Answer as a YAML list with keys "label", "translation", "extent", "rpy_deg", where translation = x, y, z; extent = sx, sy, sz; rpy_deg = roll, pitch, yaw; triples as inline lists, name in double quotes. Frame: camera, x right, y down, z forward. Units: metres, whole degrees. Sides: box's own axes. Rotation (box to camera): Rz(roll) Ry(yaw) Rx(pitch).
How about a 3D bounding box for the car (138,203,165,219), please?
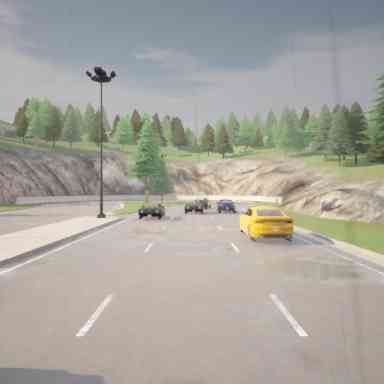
- label: "car"
  translation: [-3.399, 1.600, 28.909]
  extent: [1.895, 1.301, 4.718]
  rpy_deg: [0, 0, 0]

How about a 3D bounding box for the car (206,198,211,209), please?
- label: "car"
  translation: [1.386, 1.491, 44.556]
  extent: [2.128, 1.511, 4.902]
  rpy_deg: [0, 0, 12]

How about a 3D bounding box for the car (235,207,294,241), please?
- label: "car"
  translation: [3.596, 1.477, 16.772]
  extent: [1.882, 1.535, 5.008]
  rpy_deg: [0, 0, 0]

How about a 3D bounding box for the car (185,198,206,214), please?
- label: "car"
  translation: [0.254, 1.601, 35.357]
  extent: [1.895, 1.301, 4.718]
  rpy_deg: [0, 0, 2]

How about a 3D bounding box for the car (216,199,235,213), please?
- label: "car"
  translation: [3.828, 1.526, 37.401]
  extent: [1.812, 1.442, 4.674]
  rpy_deg: [0, 0, 3]
